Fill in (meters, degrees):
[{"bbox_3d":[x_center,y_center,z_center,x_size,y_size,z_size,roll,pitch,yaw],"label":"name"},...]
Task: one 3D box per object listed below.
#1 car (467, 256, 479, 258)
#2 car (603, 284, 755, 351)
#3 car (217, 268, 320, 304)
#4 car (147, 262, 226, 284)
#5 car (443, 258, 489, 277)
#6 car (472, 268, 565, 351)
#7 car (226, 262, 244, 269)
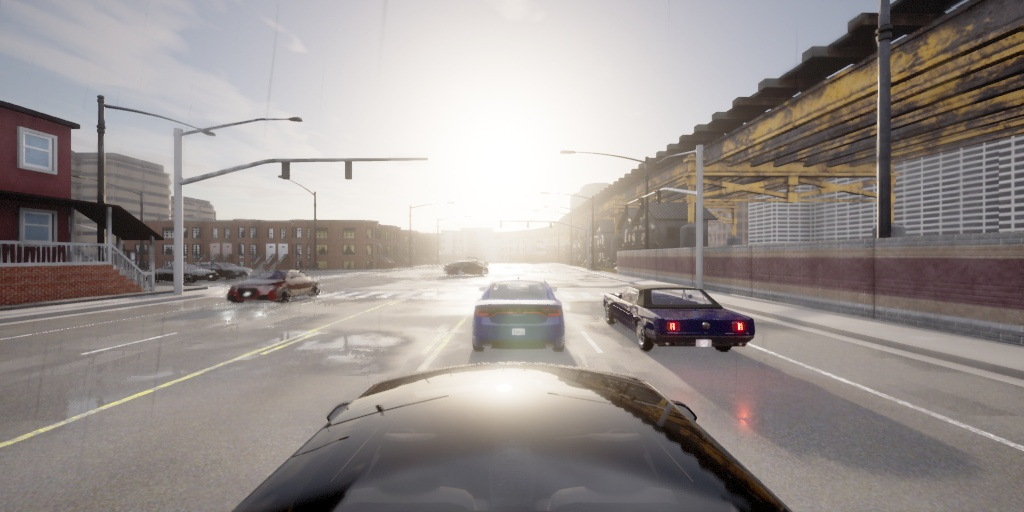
[{"bbox_3d":[-6.362,0.971,57.611,2.150,2.045,5.566,0,0,1],"label":"car"},{"bbox_3d":[3.656,1.351,8.964,1.895,1.301,4.718,0,0,1],"label":"car"},{"bbox_3d":[-10.500,1.314,16.125,1.994,1.385,4.181,0,0,-2],"label":"car"},{"bbox_3d":[-24.072,1.314,26.369,4.181,1.385,1.994,0,0,2],"label":"car"},{"bbox_3d":[-4.581,1.255,36.010,4.892,1.490,1.837,0,1,-44],"label":"car"},{"bbox_3d":[0.157,1.228,9.003,1.882,1.535,5.008,0,0,1],"label":"car"},{"bbox_3d":[-24.334,1.241,29.903,4.902,1.511,2.128,0,0,0],"label":"car"}]
